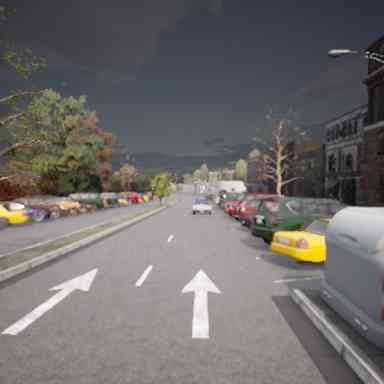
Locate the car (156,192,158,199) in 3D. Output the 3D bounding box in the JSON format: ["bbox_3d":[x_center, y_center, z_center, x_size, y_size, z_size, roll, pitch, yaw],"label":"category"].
[{"bbox_3d":[-11.687,1.271,80.863,5.008,1.535,2.097,-1,0,-21],"label":"car"}]

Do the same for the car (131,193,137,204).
[{"bbox_3d":[-11.912,1.367,54.179,4.792,1.488,2.163,0,0,-19],"label":"car"}]

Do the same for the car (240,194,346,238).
[{"bbox_3d":[5.171,1.271,13.826,5.566,2.045,2.435,1,0,-18],"label":"car"}]

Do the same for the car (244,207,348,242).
[{"bbox_3d":[5.234,1.562,16.827,4.674,1.452,2.002,1,0,-18],"label":"car"}]

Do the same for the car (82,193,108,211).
[{"bbox_3d":[-12.425,1.131,36.301,5.566,2.045,2.435,0,0,-19],"label":"car"}]

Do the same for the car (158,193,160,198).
[{"bbox_3d":[-11.987,1.256,86.715,5.366,1.575,1.946,-1,0,-21],"label":"car"}]

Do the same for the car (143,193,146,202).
[{"bbox_3d":[-11.626,1.318,60.175,5.366,1.575,1.946,0,0,-19],"label":"car"}]

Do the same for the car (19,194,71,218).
[{"bbox_3d":[-12.663,1.278,27.379,4.553,1.767,2.185,-1,0,-18],"label":"car"}]

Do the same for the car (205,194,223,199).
[{"bbox_3d":[6.202,1.341,95.168,4.674,1.452,2.002,1,0,-23],"label":"car"}]

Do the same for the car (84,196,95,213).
[{"bbox_3d":[-12.476,1.429,33.339,4.674,1.452,2.002,0,0,-18],"label":"car"}]

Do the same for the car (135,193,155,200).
[{"bbox_3d":[-11.777,1.139,83.817,4.553,1.767,2.185,-1,0,-21],"label":"car"}]

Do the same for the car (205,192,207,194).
[{"bbox_3d":[6.542,1.341,83.088,5.008,1.535,2.097,1,0,-21],"label":"car"}]

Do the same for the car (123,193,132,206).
[{"bbox_3d":[-11.914,1.348,48.277,5.366,1.575,1.946,0,0,-18],"label":"car"}]

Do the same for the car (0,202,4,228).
[{"bbox_3d":[-12.902,1.430,17.213,4.892,1.521,2.231,0,0,-18],"label":"car"}]

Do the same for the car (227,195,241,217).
[{"bbox_3d":[5.477,1.375,25.867,4.553,1.767,2.185,1,0,-18],"label":"car"}]

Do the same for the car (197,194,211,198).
[{"bbox_3d":[1.397,1.409,48.041,1.882,1.535,5.008,0,0,2],"label":"car"}]

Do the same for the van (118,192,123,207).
[{"bbox_3d":[-12.060,1.133,45.281,4.442,1.987,1.878,-1,0,-19],"label":"van"}]

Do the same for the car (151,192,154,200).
[{"bbox_3d":[-11.675,1.317,74.924,4.792,1.488,2.163,-1,0,-20],"label":"car"}]

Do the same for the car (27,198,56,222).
[{"bbox_3d":[-12.699,1.441,24.010,4.792,1.488,2.163,0,0,-18],"label":"car"}]

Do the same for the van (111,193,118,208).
[{"bbox_3d":[-12.135,1.140,42.303,4.442,1.987,1.878,-1,0,-18],"label":"van"}]

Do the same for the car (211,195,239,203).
[{"bbox_3d":[6.515,1.397,64.964,5.008,1.535,2.097,1,1,-19],"label":"car"}]

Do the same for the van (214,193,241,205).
[{"bbox_3d":[6.278,1.186,58.897,4.442,1.987,1.878,1,0,-19],"label":"van"}]

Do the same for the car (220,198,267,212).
[{"bbox_3d":[5.808,1.499,37.881,4.792,1.488,2.163,1,0,-18],"label":"car"}]

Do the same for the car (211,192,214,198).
[{"bbox_3d":[6.104,1.195,46.918,5.566,2.045,2.435,1,0,-19],"label":"car"}]

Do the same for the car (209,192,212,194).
[{"bbox_3d":[6.538,1.389,67.983,4.892,1.521,2.231,1,0,-19],"label":"car"}]

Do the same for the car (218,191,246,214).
[{"bbox_3d":[5.573,1.242,28.862,5.566,2.045,2.435,1,0,-18],"label":"car"}]

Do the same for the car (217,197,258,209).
[{"bbox_3d":[5.999,1.454,43.901,5.008,1.535,2.097,1,0,-18],"label":"car"}]

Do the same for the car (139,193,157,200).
[{"bbox_3d":[-11.873,1.123,89.754,4.553,1.767,2.185,-1,0,-22],"label":"car"}]

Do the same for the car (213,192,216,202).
[{"bbox_3d":[5.945,1.211,40.911,5.566,2.045,2.435,1,0,-18],"label":"car"}]

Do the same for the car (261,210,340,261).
[{"bbox_3d":[5.226,1.515,10.849,5.366,1.575,1.946,1,0,-18],"label":"car"}]

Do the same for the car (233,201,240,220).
[{"bbox_3d":[5.331,1.517,19.851,5.008,1.535,2.097,1,0,-18],"label":"car"}]

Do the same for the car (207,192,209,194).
[{"bbox_3d":[6.588,1.360,77.050,5.008,1.535,2.097,1,0,-20],"label":"car"}]

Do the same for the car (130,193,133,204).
[{"bbox_3d":[-12.041,1.375,51.178,4.792,1.488,2.163,-1,0,-19],"label":"car"}]

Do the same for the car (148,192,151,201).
[{"bbox_3d":[-11.655,1.301,69.013,5.008,1.535,2.097,0,0,-19],"label":"car"}]

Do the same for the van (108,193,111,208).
[{"bbox_3d":[-12.210,1.148,39.327,4.442,1.987,1.878,0,0,-18],"label":"van"}]

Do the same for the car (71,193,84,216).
[{"bbox_3d":[-12.522,1.270,30.367,4.553,1.767,2.185,0,0,-18],"label":"car"}]

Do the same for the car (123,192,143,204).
[{"bbox_3d":[-11.893,1.079,57.127,5.566,2.045,2.435,0,0,-19],"label":"car"}]

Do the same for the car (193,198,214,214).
[{"bbox_3d":[1.048,1.568,34.453,1.895,1.301,4.718,0,0,2],"label":"car"}]

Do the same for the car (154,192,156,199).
[{"bbox_3d":[-11.632,1.309,77.918,4.792,1.488,2.163,-1,0,-20],"label":"car"}]

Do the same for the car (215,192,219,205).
[{"bbox_3d":[5.736,1.226,34.874,5.566,2.045,2.435,1,0,-18],"label":"car"}]

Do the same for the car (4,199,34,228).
[{"bbox_3d":[-12.990,1.419,20.541,5.366,1.575,1.946,0,0,-18],"label":"car"}]
